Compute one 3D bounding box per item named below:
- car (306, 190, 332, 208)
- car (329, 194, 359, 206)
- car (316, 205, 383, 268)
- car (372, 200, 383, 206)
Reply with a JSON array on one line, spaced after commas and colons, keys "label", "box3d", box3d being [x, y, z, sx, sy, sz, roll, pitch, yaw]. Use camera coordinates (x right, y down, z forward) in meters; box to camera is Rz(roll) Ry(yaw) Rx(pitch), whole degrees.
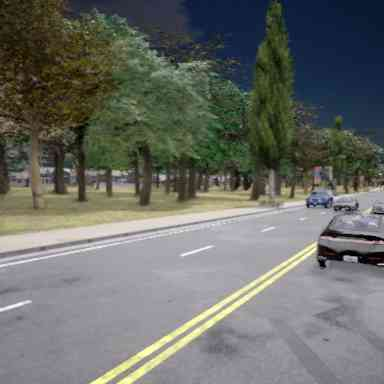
[{"label": "car", "box3d": [14.459, 0.777, 37.393, 2.150, 2.045, 5.566, 1, 1, 32]}, {"label": "car", "box3d": [15.157, 1.192, 32.434, 2.033, 1.411, 5.357, 1, 1, 32]}, {"label": "car", "box3d": [5.118, 1.379, 10.058, 2.128, 1.511, 4.902, 1, 1, 32]}, {"label": "car", "box3d": [15.143, 1.297, 25.953, 2.033, 1.411, 5.357, 1, 1, 32]}]
